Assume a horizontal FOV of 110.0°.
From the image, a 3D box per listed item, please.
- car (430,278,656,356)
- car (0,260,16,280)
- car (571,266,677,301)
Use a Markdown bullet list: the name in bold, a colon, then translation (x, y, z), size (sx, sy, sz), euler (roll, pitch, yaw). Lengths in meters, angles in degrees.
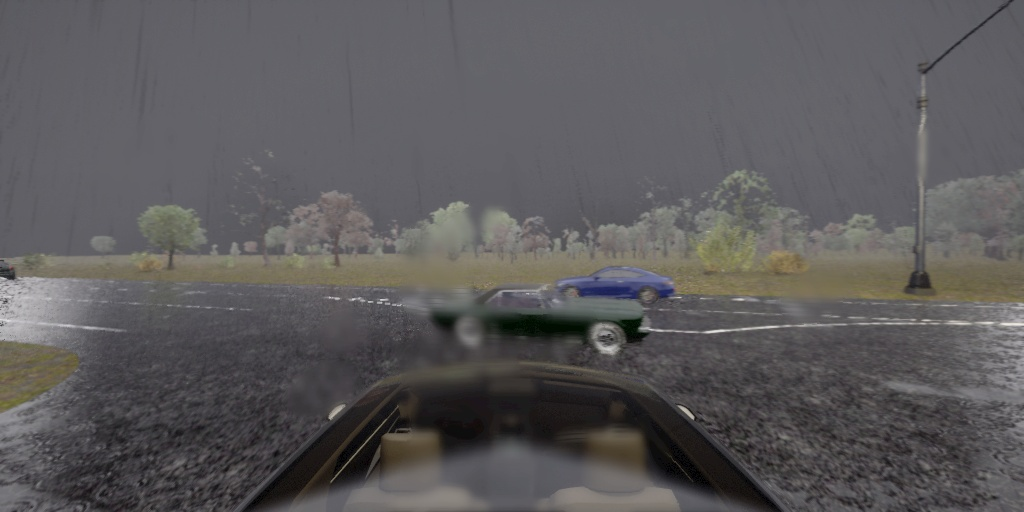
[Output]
- **car**: translation (0.637, 1.295, 8.240), size (4.718, 1.301, 1.895), euler (0, 1, 17)
- **car**: translation (-42.066, 1.062, 28.411), size (4.553, 1.767, 2.097), euler (0, 1, 17)
- **car**: translation (4.084, 1.127, 14.507), size (4.674, 1.442, 1.812), euler (0, 1, 17)
